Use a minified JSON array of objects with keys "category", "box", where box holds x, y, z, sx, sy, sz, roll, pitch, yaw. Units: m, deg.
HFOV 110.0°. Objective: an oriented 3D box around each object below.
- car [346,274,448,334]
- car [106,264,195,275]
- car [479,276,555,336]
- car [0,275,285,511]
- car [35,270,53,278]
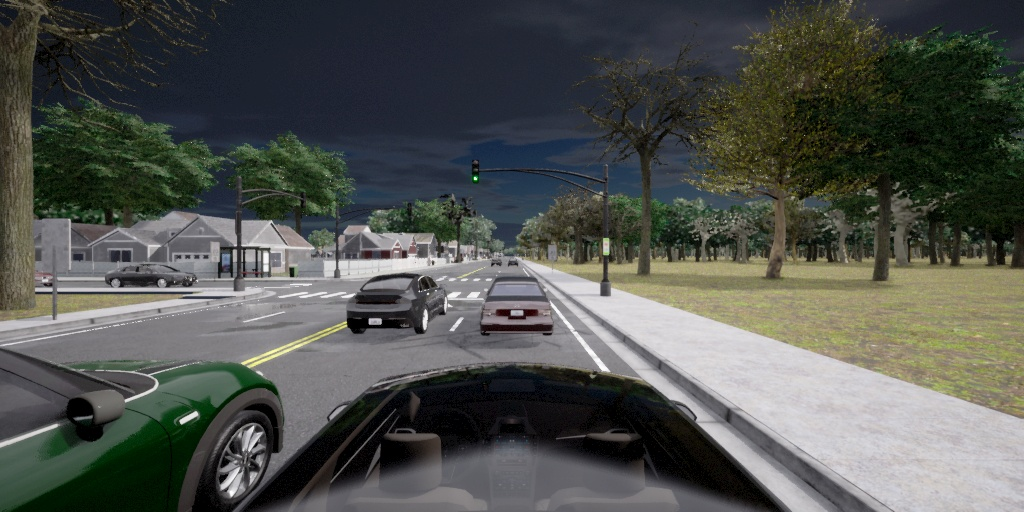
[{"category":"car","box":[-3.143,1.254,10.643,1.837,1.490,4.892,0,0,0]},{"category":"car","box":[-22.909,1.285,22.879,4.892,1.490,1.837,0,0,0]},{"category":"car","box":[0.114,1.297,10.392,2.033,1.411,5.357,0,0,0]},{"category":"car","box":[-3.148,1.102,1.446,2.097,1.767,4.553,0,0,0]},{"category":"car","box":[-32.197,1.322,22.956,4.674,1.442,1.812,0,0,0]}]
